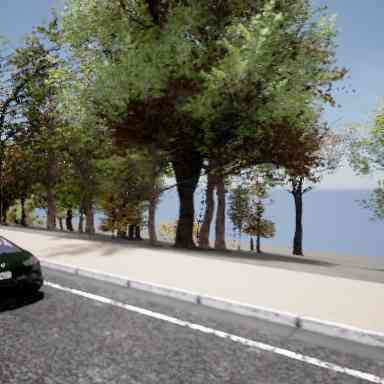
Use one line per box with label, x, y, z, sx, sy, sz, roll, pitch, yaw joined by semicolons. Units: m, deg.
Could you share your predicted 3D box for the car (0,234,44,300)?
car;-5.165;1.526;7.364;4.181;1.385;1.994;0;0;35
